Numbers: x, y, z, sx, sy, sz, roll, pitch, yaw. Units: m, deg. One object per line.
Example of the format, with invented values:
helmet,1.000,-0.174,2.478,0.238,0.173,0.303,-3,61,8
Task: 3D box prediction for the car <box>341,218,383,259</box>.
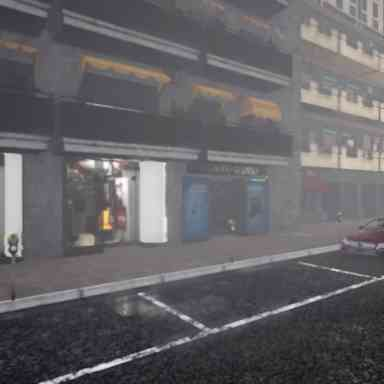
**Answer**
car,6.871,1.547,11.460,4.206,1.307,1.802,0,0,-35
